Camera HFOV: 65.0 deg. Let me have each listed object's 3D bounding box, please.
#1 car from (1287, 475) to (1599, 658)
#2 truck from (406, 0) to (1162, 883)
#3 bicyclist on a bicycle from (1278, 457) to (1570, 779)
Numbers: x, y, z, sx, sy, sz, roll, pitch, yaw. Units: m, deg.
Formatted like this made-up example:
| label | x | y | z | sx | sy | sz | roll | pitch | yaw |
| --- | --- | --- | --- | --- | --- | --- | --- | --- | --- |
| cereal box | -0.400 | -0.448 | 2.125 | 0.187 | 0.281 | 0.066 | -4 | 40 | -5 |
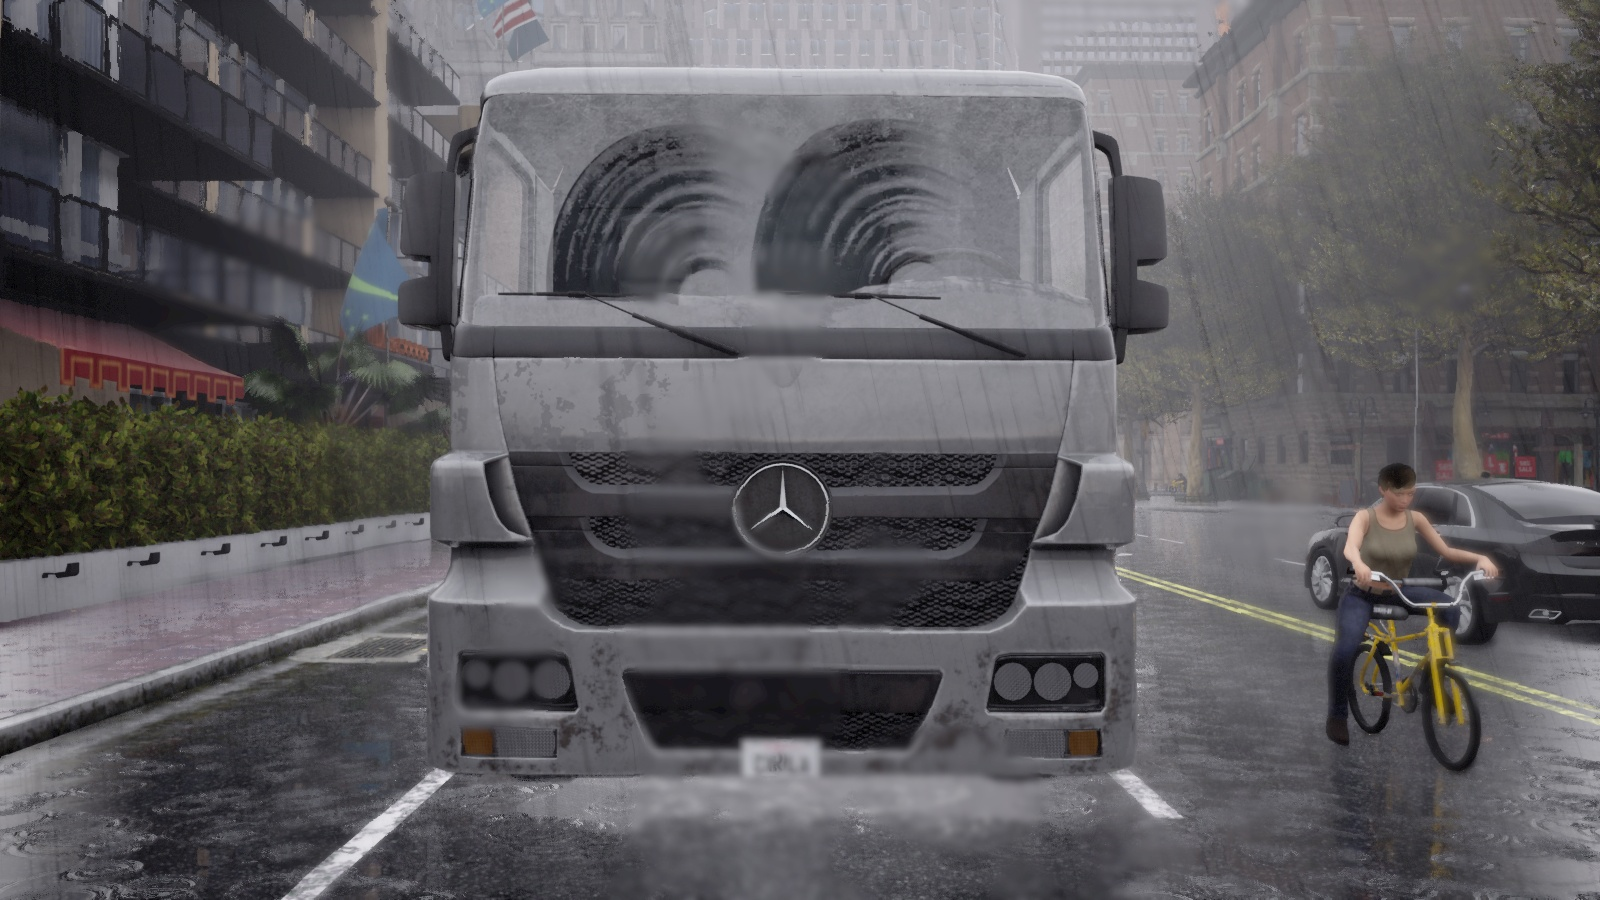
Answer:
| label | x | y | z | sx | sy | sz | roll | pitch | yaw |
| --- | --- | --- | --- | --- | --- | --- | --- | --- | --- |
| car | 6.867 | 1.007 | 12.815 | 1.837 | 1.490 | 4.892 | 0 | -1 | -1 |
| truck | -0.100 | -0.020 | 8.798 | 2.891 | 3.462 | 7.936 | 0 | -1 | -1 |
| bicyclist on a bicycle | 3.422 | 0.856 | 7.063 | 0.866 | 1.612 | 1.509 | 0 | -1 | 0 |
